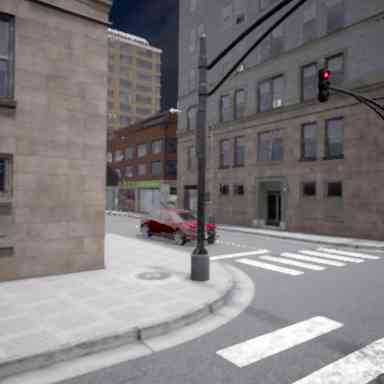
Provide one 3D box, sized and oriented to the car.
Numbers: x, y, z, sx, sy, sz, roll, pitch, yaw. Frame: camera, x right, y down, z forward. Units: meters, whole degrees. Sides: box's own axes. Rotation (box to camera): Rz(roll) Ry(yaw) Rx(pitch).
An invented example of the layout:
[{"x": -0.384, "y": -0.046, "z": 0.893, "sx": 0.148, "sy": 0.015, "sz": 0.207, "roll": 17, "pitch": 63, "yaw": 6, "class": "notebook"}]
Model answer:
[{"x": -0.777, "y": 1.610, "z": 16.319, "sx": 1.882, "sy": 1.535, "sz": 5.008, "roll": 1, "pitch": 0, "yaw": -36, "class": "car"}]
